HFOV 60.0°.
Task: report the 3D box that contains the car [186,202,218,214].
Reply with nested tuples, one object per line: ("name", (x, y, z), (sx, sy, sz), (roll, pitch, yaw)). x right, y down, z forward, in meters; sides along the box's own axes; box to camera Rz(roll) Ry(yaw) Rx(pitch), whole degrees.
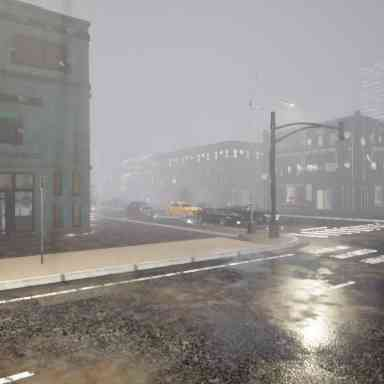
("car", (1.170, 1.903, 41.503), (1.802, 1.307, 4.206), (-1, 0, -35))

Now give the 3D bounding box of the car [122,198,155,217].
("car", (-5.732, 1.846, 36.745), (1.967, 1.590, 4.097), (-1, 0, -35))

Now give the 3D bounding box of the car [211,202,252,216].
("car", (4.311, 1.809, 36.945), (2.008, 1.369, 4.403), (-2, 0, -35))

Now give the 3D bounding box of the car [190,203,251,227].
("car", (2.046, 1.814, 25.251), (1.947, 1.339, 4.313), (-1, 0, -35))

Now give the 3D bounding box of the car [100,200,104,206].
("car", (-17.677, 2.227, 68.847), (1.887, 1.381, 4.507), (-1, 0, -35))

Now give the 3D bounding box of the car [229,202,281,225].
("car", (4.787, 1.702, 26.084), (2.128, 1.511, 4.902), (-1, 0, -33))

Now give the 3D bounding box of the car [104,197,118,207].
("car", (-14.542, 1.939, 64.289), (2.192, 1.841, 5.009), (-1, 0, -35))

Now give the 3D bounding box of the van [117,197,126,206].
("van", (-11.400, 1.906, 59.732), (1.690, 1.788, 3.998), (-1, 0, -35))

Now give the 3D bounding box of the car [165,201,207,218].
("car", (-0.898, 1.803, 34.314), (1.882, 1.535, 5.008), (-1, 0, -34))

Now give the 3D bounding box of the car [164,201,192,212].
("car", (-1.970, 1.965, 46.060), (1.802, 1.307, 4.206), (-1, 0, -35))
